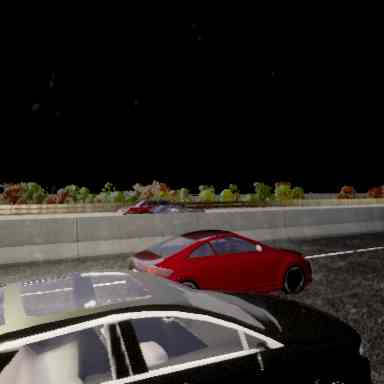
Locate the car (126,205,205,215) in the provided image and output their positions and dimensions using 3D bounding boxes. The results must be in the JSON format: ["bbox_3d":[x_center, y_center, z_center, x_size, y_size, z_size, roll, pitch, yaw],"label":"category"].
[{"bbox_3d":[-0.994,1.590,18.751,4.718,1.301,1.895,0,0,-28],"label":"car"}]

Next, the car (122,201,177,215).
[{"bbox_3d":[-1.617,1.535,22.391,5.357,1.411,2.033,0,0,-28],"label":"car"}]

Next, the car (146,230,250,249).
[{"bbox_3d":[0.665,1.559,7.488,4.181,1.385,1.994,0,0,-28],"label":"car"}]

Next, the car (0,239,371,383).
[{"bbox_3d":[-0.564,1.489,2.848,4.902,1.511,2.128,0,0,-28],"label":"car"}]

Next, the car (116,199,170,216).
[{"bbox_3d":[-3.443,1.339,25.383,4.553,1.767,2.097,0,0,-28],"label":"car"}]
